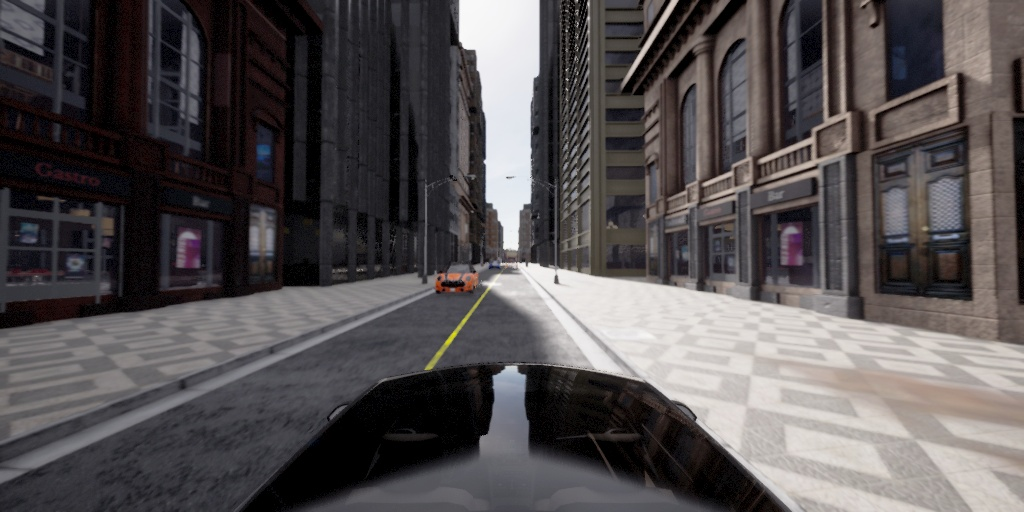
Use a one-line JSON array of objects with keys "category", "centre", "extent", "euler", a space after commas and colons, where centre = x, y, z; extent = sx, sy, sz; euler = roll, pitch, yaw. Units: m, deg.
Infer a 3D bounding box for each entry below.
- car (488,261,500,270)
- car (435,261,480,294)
[{"category": "car", "centre": [-3.039, 1.616, 62.731], "extent": [1.882, 1.535, 5.008], "euler": [0, 0, 0]}, {"category": "car", "centre": [-3.102, 1.203, 21.049], "extent": [2.097, 1.767, 4.553], "euler": [0, 0, 0]}]
